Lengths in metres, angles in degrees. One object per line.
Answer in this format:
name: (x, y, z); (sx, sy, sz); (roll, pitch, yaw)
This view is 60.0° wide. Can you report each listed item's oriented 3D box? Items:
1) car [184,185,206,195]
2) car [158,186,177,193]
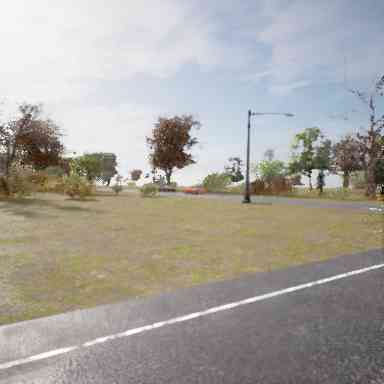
car: (0.509, -0.417, 60.975); (2.097, 1.767, 4.553); (0, 2, -36)
car: (-5.119, -0.540, 68.824); (1.895, 1.301, 4.718); (0, 2, -36)
